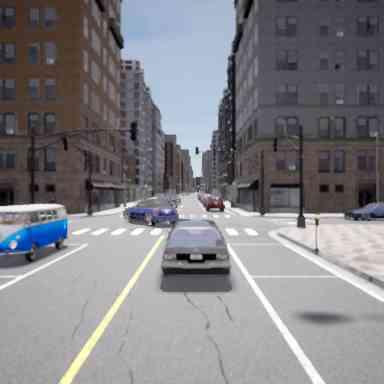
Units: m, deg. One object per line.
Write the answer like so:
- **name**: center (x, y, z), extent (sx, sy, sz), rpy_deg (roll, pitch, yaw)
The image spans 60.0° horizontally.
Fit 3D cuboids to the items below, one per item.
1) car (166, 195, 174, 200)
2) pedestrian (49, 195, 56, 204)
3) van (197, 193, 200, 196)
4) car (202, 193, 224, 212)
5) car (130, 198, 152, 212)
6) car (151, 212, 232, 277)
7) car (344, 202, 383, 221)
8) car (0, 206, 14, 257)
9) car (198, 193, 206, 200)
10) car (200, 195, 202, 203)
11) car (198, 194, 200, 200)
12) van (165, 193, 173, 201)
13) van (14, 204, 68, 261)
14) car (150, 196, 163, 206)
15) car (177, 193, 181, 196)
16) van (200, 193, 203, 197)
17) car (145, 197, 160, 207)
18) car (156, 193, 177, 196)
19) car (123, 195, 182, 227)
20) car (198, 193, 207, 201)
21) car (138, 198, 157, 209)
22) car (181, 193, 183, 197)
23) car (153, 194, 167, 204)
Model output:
- **car**: center (-5.872, 1.461, 89.836), extent (1.887, 1.381, 4.507), rpy_deg (0, 0, 0)
- **pedestrian**: center (-12.557, 1.138, 29.890), extent (0.375, 1.860, 0.375), rpy_deg (0, 0, 1)
- **van**: center (2.656, 1.277, 78.510), extent (1.690, 1.788, 3.998), rpy_deg (0, 0, 0)
- **car**: center (2.663, 1.307, 38.915), extent (2.192, 1.841, 5.009), rpy_deg (0, 0, 0)
- **car**: center (-5.864, 1.518, 38.771), extent (1.752, 1.417, 4.829), rpy_deg (0, 0, 0)
- **car**: center (0.096, 1.560, 10.240), extent (2.033, 1.411, 5.357), rpy_deg (0, 0, 0)
- **car**: center (15.063, 1.543, 26.438), extent (5.357, 1.411, 2.033), rpy_deg (0, 0, 1)
- **car**: center (-5.860, 1.324, 6.284), extent (2.192, 1.841, 5.009), rpy_deg (0, 0, 0)
- **car**: center (2.654, 1.231, 89.824), extent (2.192, 1.841, 5.009), rpy_deg (0, 0, 0)
- **car**: center (2.660, 1.523, 50.228), extent (1.887, 1.381, 4.507), rpy_deg (0, 0, 0)
- **car**: center (2.658, 1.479, 67.368), extent (1.752, 1.417, 4.829), rpy_deg (0, 0, 0)
- **van**: center (-5.870, 1.267, 84.180), extent (1.690, 1.788, 3.998), rpy_deg (0, 0, 0)
- **van**: center (-5.861, 1.356, 11.925), extent (1.690, 1.788, 3.998), rpy_deg (0, 0, 0)
- **car**: center (-5.866, 1.496, 55.736), extent (1.752, 1.417, 4.829), rpy_deg (0, 0, 0)
- **car**: center (-3.111, 1.204, 47.068), extent (2.150, 2.045, 5.566), rpy_deg (0, 0, 1)
- **van**: center (2.659, 1.312, 55.885), extent (1.690, 1.788, 3.998), rpy_deg (0, 0, 0)
- **car**: center (-5.865, 1.504, 50.081), extent (1.752, 1.417, 4.829), rpy_deg (0, 0, 0)
- **car**: center (-3.103, 1.346, 37.518), extent (2.097, 1.767, 4.553), rpy_deg (0, 0, 0)
- **car**: center (-2.982, 1.342, 23.244), extent (2.097, 1.767, 4.553), rpy_deg (0, 0, -39)
- **car**: center (2.655, 1.241, 84.167), extent (2.192, 1.841, 5.009), rpy_deg (0, 0, 0)
- **car**: center (-5.865, 1.551, 44.596), extent (1.947, 1.339, 4.313), rpy_deg (0, 0, 0)
- **car**: center (-3.062, 1.461, 56.941), extent (2.128, 1.511, 4.902), rpy_deg (0, 0, 0)
- **car**: center (-5.867, 1.278, 61.561), extent (2.192, 1.841, 5.009), rpy_deg (0, 0, 0)
